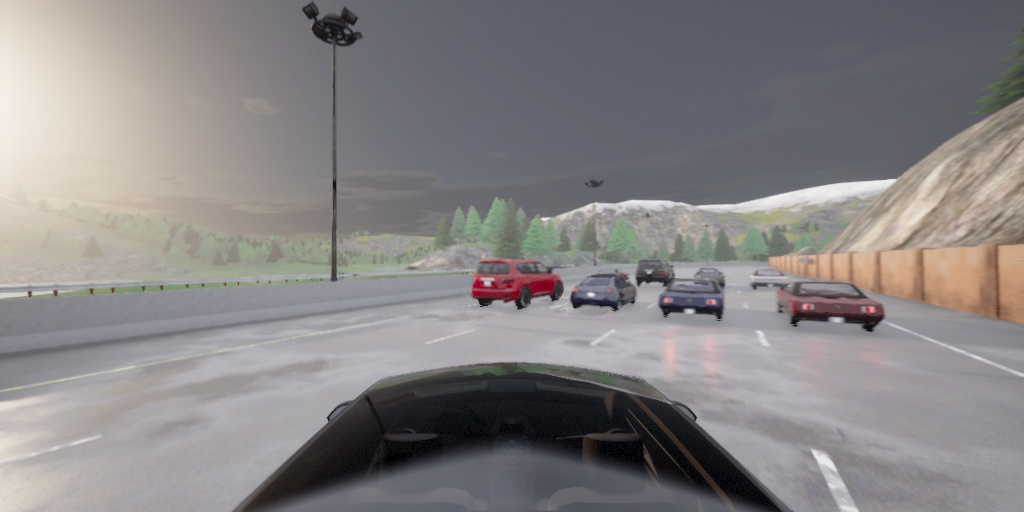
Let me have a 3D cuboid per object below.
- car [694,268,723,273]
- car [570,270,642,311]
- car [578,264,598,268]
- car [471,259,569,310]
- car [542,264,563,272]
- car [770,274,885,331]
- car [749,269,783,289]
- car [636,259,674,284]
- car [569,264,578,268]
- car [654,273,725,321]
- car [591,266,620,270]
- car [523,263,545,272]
[{"bbox_3d":[14.633,1.568,26.699,1.994,1.385,4.181,-1,-1,31],"label":"car"},{"bbox_3d":[4.082,1.478,15.595,1.994,1.385,4.181,-1,-1,31],"label":"car"},{"bbox_3d":[13.137,1.994,58.977,2.033,1.411,5.357,-1,-1,31],"label":"car"},{"bbox_3d":[0.413,1.167,16.292,2.150,2.045,5.566,-1,-1,31],"label":"car"},{"bbox_3d":[7.070,2.129,62.448,1.895,1.301,4.718,-1,-1,31],"label":"car"},{"bbox_3d":[9.722,1.426,11.391,1.895,1.301,4.718,-1,-1,31],"label":"car"},{"bbox_3d":[17.296,1.557,24.337,1.895,1.301,4.718,-1,-1,31],"label":"car"},{"bbox_3d":[10.987,1.257,27.437,2.150,2.045,5.566,-1,-1,31],"label":"car"},{"bbox_3d":[10.100,2.013,60.720,1.812,1.442,4.674,-1,-1,31],"label":"car"},{"bbox_3d":[6.700,1.467,13.156,1.895,1.301,4.718,-1,-1,31],"label":"car"},{"bbox_3d":[8.233,1.680,29.638,1.895,1.301,4.718,-1,-1,31],"label":"car"},{"bbox_3d":[4.039,2.046,64.191,1.882,1.535,5.008,-1,-1,31],"label":"car"}]
